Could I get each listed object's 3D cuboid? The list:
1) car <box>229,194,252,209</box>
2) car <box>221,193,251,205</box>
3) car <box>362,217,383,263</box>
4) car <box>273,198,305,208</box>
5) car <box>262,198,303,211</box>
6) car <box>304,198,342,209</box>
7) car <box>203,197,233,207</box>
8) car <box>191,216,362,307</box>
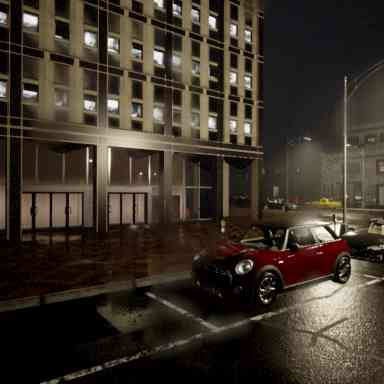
[{"bbox_3d":[6.747,1.168,42.349,2.192,1.841,5.009,1,0,-35],"label":"car"},{"bbox_3d":[7.371,1.169,56.221,2.192,1.841,5.009,1,0,-35],"label":"car"},{"bbox_3d":[6.582,1.552,11.231,4.403,1.369,2.008,0,0,-35],"label":"car"},{"bbox_3d":[13.649,1.481,47.099,1.802,1.307,4.206,1,0,-35],"label":"car"},{"bbox_3d":[9.885,1.427,37.788,2.008,1.369,4.403,1,0,-35],"label":"car"},{"bbox_3d":[16.692,1.447,42.678,1.752,1.417,4.829,1,0,-35],"label":"car"},{"bbox_3d":[3.605,1.381,46.910,2.008,1.369,4.403,1,0,-35],"label":"car"},{"bbox_3d":[1.944,1.441,7.931,4.097,1.590,1.967,0,0,-35],"label":"car"}]
